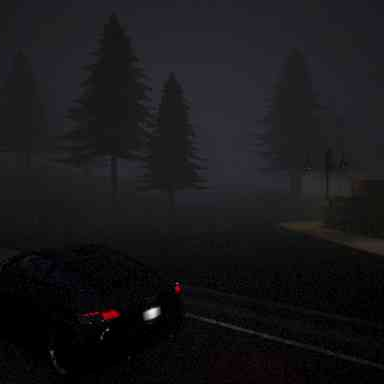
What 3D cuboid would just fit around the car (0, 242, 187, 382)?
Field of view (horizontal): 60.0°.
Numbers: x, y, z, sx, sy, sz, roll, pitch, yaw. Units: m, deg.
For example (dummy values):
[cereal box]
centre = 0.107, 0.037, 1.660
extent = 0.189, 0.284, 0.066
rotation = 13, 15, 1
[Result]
[car]
centre = -2.148, 1.563, 5.522
extent = 4.181, 1.385, 1.994
rotation = 0, 0, 36
